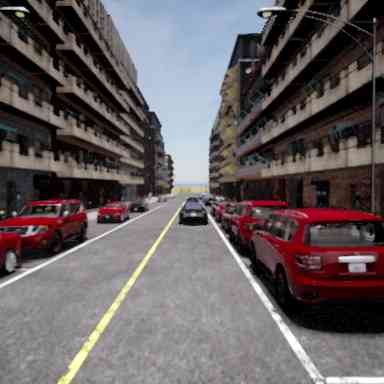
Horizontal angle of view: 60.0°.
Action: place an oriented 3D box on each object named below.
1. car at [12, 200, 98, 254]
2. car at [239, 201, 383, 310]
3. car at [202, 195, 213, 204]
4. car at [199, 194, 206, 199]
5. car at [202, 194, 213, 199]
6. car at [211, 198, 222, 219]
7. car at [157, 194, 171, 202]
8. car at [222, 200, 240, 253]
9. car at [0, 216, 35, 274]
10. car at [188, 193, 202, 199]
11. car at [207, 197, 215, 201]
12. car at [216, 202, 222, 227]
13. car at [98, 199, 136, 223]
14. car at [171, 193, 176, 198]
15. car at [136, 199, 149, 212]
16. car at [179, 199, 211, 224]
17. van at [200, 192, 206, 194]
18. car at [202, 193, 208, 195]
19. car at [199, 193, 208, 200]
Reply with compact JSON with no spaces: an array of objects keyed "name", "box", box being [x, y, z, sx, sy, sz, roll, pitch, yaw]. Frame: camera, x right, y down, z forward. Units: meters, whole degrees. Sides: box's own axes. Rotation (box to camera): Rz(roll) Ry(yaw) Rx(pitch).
[{"name":"car","box":[-5.703,1.256,13.305,2.192,1.841,5.009,-1,0,0]},{"name":"car","box":[2.643,1.281,7.698,2.192,1.841,5.009,-1,0,0]},{"name":"car","box":[2.696,1.299,58.679,1.802,1.307,4.206,-1,0,0]},{"name":"car","box":[2.704,1.138,87.002,1.802,1.307,4.206,-1,0,0]},{"name":"car","box":[2.694,1.341,47.350,1.947,1.339,4.313,-1,0,0]},{"name":"car","box":[2.652,1.432,24.693,1.887,1.381,4.507,-1,0,0]},{"name":"car","box":[-5.683,1.237,64.290,2.008,1.369,4.403,-1,0,0]},{"name":"car","box":[2.644,1.256,13.363,2.192,1.841,5.009,-1,0,0]},{"name":"car","box":[-5.700,1.511,7.643,1.887,1.381,4.507,-1,0,0]},{"name":"car","box":[0.114,1.309,45.669,1.812,1.442,4.674,0,0,0]},{"name":"car","box":[2.659,1.426,30.357,1.947,1.339,4.313,-1,0,0]},{"name":"car","box":[2.651,1.481,19.028,1.947,1.339,4.313,-1,0,0]},{"name":"car","box":[-5.695,1.432,24.635,1.887,1.381,4.507,-1,0,0]},{"name":"car","box":[-5.675,1.048,92.443,1.752,1.417,4.829,-1,0,0]},{"name":"car","box":[-5.691,1.398,35.966,1.947,1.339,4.313,-1,0,0]},{"name":"car","box":[0.107,1.455,23.962,1.994,1.385,4.181,0,0,0]},{"name":"van","box":[2.695,0.996,70.007,1.690,1.788,3.998,-1,0,0]},{"name":"car","box":[2.693,1.297,53.015,2.008,1.369,4.403,-1,0,0]},{"name":"car","box":[2.700,1.030,81.337,1.967,1.590,4.097,-1,0,0]}]
